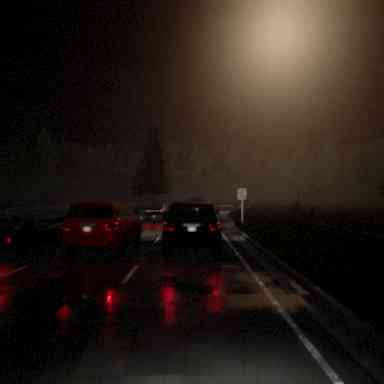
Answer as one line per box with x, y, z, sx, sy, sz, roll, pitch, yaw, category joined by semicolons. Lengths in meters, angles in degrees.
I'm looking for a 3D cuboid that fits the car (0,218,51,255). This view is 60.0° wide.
-7.002;1.733;13.850;1.895;1.301;4.718;0;-1;0;car

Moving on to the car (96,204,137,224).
-6.420;1.822;29.040;2.033;1.411;5.357;0;-1;4;car

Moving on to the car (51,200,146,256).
-3.503;1.348;13.778;2.150;2.045;5.566;0;0;0;car

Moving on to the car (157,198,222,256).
-0.003;1.348;13.780;2.150;2.045;5.566;0;0;0;car

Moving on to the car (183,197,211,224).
0.569;1.488;28.647;2.150;2.045;5.566;0;0;4;car

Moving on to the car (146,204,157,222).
-2.905;1.768;29.128;2.128;1.511;4.902;0;0;4;car
